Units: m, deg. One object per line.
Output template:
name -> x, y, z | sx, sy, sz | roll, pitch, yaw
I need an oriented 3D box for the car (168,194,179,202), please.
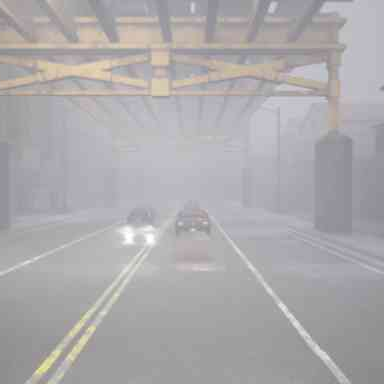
car -> -3.668, 1.213, 66.464 | 1.837, 1.490, 4.892 | 0, 1, 0

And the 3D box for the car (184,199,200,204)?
car -> 0.002, 1.518, 40.871 | 1.994, 1.385, 4.181 | 0, 0, 0

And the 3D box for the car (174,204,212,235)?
car -> 0.048, 1.595, 18.808 | 1.895, 1.301, 4.718 | 0, 0, 0

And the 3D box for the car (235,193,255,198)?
car -> 13.110, 0.812, 82.260 | 4.536, 1.218, 1.853 | 0, 1, -20

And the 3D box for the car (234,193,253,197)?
car -> 13.424, 0.763, 86.380 | 4.536, 1.218, 1.853 | 0, 1, 25

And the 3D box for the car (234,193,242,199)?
car -> 13.061, 0.970, 82.244 | 4.974, 1.542, 2.038 | 0, 1, -20

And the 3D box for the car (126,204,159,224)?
car -> -3.658, 1.597, 25.015 | 1.895, 1.301, 4.718 | 0, 0, 0

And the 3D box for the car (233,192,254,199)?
car -> 13.377, 0.921, 86.403 | 4.974, 1.542, 2.038 | 0, 1, 25
